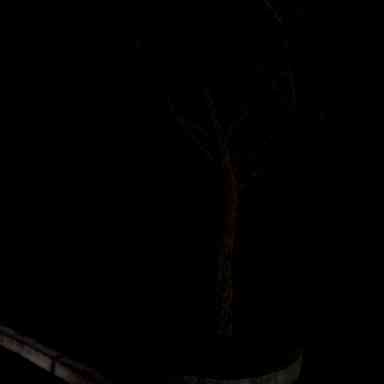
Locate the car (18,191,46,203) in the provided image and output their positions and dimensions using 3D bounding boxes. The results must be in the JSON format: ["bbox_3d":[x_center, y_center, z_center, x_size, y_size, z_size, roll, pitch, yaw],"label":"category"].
[{"bbox_3d":[-20.051,0.922,40.744,2.150,2.045,5.566,1,0,32],"label":"car"}]
